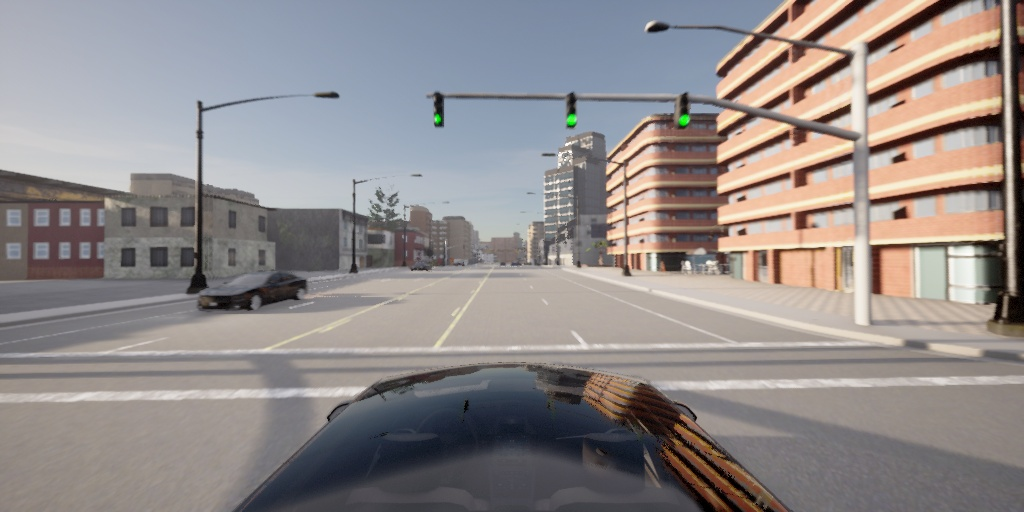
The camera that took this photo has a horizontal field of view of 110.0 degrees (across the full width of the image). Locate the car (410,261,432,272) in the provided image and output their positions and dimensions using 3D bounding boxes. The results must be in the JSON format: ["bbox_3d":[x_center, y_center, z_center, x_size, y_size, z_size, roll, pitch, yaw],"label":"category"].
[{"bbox_3d":[-11.540,1.348,45.597,1.994,1.385,4.181,0,1,-1],"label":"car"}]

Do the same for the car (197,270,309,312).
[{"bbox_3d":[-10.751,1.412,15.323,1.882,1.535,5.008,0,1,-1],"label":"car"}]
